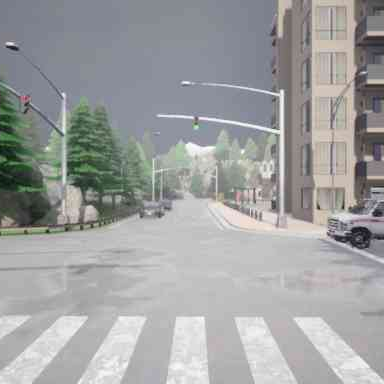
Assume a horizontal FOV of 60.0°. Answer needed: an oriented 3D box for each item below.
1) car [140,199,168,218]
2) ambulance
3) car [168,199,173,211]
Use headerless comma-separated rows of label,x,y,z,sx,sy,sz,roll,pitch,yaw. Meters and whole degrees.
car,-3.560,1.546,30.305,1.812,1.442,4.674,0,0,1
ambulance,9.025,1.041,13.807,6.366,2.431,2.351,0,0,2
car,-3.391,1.565,41.069,2.033,1.411,5.357,0,0,2
